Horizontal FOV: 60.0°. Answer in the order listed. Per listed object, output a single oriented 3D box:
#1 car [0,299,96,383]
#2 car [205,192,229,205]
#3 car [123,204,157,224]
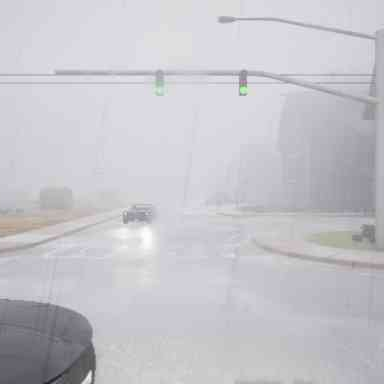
[{"bbox_3d":[-3.497,1.524,3.194,5.008,1.535,1.882,0,0,1],"label":"car"},{"bbox_3d":[3.930,0.989,52.682,1.905,1.878,3.866,-8,4,-42],"label":"car"},{"bbox_3d":[-3.686,1.521,24.065,1.895,1.301,4.718,0,0,0],"label":"car"}]
